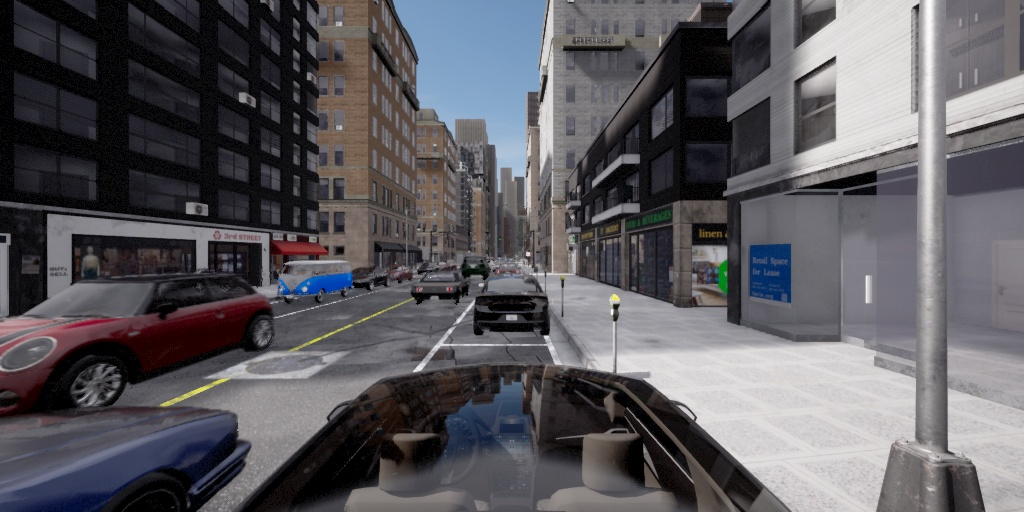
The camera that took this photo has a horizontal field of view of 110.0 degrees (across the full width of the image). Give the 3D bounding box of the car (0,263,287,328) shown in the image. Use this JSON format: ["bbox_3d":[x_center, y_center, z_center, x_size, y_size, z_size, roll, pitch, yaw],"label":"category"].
[{"bbox_3d":[-6.245,1.102,5.917,2.097,1.767,4.553,0,0,0],"label":"car"}]

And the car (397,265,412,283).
[{"bbox_3d":[-8.813,1.335,27.331,1.802,1.307,4.207,0,0,0],"label":"car"}]

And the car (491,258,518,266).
[{"bbox_3d":[-0.288,1.193,27.330,1.967,1.591,4.097,0,0,0],"label":"car"}]

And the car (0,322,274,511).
[{"bbox_3d":[-3.047,1.297,0.413,2.033,1.411,5.357,0,0,0],"label":"car"}]

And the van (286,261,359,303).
[{"bbox_3d":[-8.813,1.092,16.328,1.690,1.789,3.998,0,0,0],"label":"van"}]

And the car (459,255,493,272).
[{"bbox_3d":[-3.150,0.976,31.665,2.150,2.045,5.566,0,0,0],"label":"car"}]

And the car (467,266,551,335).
[{"bbox_3d":[-0.006,1.228,10.500,1.882,1.535,5.008,0,0,0],"label":"car"}]

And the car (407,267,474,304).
[{"bbox_3d":[-3.044,1.351,16.337,1.895,1.301,4.718,0,0,0],"label":"car"}]

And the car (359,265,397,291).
[{"bbox_3d":[-8.813,1.318,21.829,1.948,1.339,4.313,0,0,0],"label":"car"}]

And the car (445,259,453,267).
[{"bbox_3d":[-8.814,1.341,43.834,1.802,1.307,4.207,0,0,0],"label":"car"}]

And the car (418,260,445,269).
[{"bbox_3d":[-8.813,1.323,38.333,1.948,1.339,4.313,0,0,0],"label":"car"}]

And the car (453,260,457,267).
[{"bbox_3d":[-8.814,1.202,49.336,1.967,1.591,4.097,0,0,0],"label":"car"}]
